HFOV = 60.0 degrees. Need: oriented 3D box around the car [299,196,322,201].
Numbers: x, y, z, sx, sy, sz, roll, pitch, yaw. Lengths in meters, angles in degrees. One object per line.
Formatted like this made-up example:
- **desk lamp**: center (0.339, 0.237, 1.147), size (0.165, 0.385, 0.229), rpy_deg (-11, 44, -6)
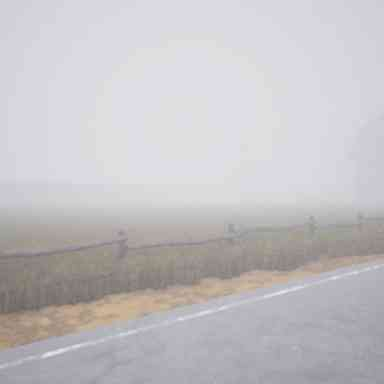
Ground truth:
- **car**: center (20.279, 1.510, 55.334), size (1.882, 1.535, 5.008), rpy_deg (0, 0, -39)
